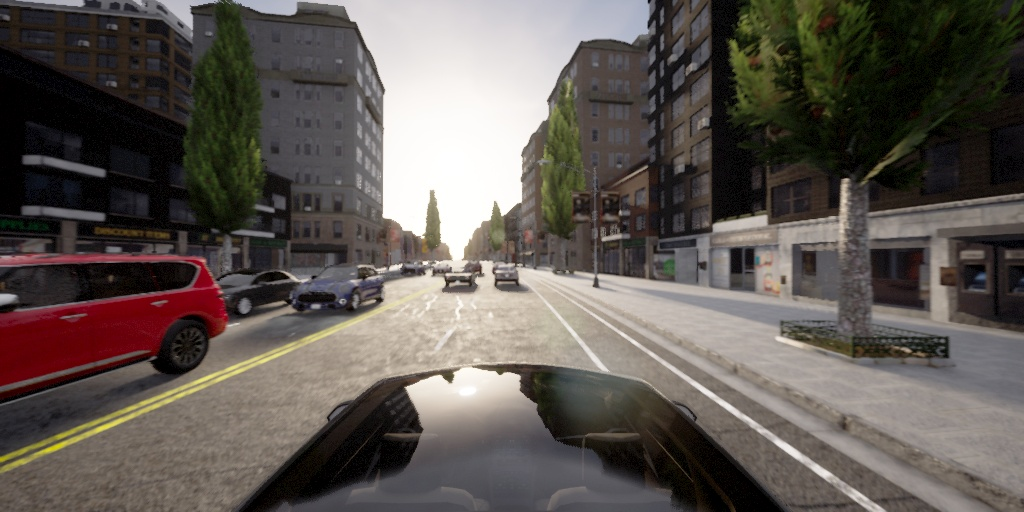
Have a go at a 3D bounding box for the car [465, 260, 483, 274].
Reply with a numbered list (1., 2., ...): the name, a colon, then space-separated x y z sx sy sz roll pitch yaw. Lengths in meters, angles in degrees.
1. car: -4.765 1.282 44.987 2.097 1.767 4.553 0 0 -4

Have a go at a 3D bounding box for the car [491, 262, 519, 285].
1. car: -0.422 1.395 26.906 2.033 1.411 5.357 0 0 -2

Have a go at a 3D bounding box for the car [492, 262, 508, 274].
1. car: -1.595 1.504 46.158 1.994 1.385 4.181 0 0 -4

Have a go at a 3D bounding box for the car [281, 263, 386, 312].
1. car: -6.729 1.138 14.421 2.097 1.767 4.553 0 0 -2

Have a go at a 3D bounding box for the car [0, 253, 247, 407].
1. car: -6.618 0.972 4.663 2.150 2.045 5.566 0 0 0

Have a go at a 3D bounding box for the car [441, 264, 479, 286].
1. car: -3.634 1.438 25.820 1.895 1.301 4.718 0 0 -2

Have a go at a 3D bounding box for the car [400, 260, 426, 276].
1. car: -10.992 1.243 40.138 2.097 1.767 4.553 0 0 -4

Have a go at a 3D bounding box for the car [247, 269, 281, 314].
1. car: -9.942 1.282 13.568 1.837 1.490 4.892 0 0 -1

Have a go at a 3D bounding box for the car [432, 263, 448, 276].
1. car: -7.745 1.463 40.249 1.994 1.385 4.181 0 0 -4
